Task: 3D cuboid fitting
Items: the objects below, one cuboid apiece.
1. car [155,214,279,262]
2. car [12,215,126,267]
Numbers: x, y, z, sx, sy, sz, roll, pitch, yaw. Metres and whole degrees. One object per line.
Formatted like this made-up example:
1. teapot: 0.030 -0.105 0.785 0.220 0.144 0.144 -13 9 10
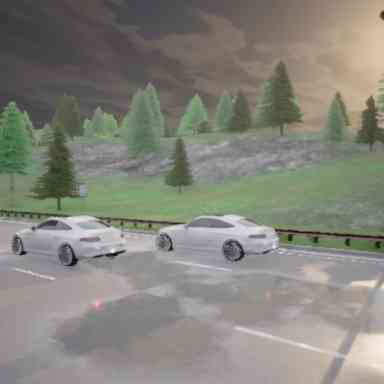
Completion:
1. car: 0.764 1.519 12.043 4.674 1.442 1.812 0 0 36
2. car: -4.255 1.515 11.325 4.674 1.442 1.812 0 0 35
